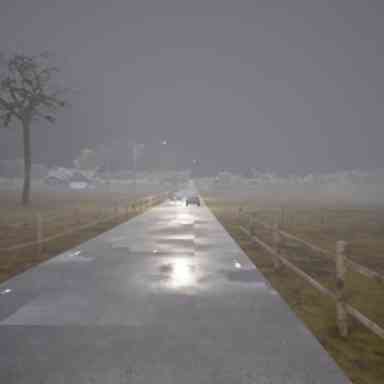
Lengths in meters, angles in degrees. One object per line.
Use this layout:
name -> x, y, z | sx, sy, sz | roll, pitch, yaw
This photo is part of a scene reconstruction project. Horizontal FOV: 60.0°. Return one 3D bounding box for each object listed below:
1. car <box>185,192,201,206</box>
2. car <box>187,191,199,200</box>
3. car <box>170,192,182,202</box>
car -> 0.120, 1.072, 44.942 | 2.128, 1.511, 4.902 | 0, 1, 0
car -> 0.130, 0.698, 62.946 | 2.128, 1.511, 4.902 | 0, 1, 0
car -> -2.766, 0.838, 57.190 | 2.128, 1.511, 4.902 | 0, 1, 1
